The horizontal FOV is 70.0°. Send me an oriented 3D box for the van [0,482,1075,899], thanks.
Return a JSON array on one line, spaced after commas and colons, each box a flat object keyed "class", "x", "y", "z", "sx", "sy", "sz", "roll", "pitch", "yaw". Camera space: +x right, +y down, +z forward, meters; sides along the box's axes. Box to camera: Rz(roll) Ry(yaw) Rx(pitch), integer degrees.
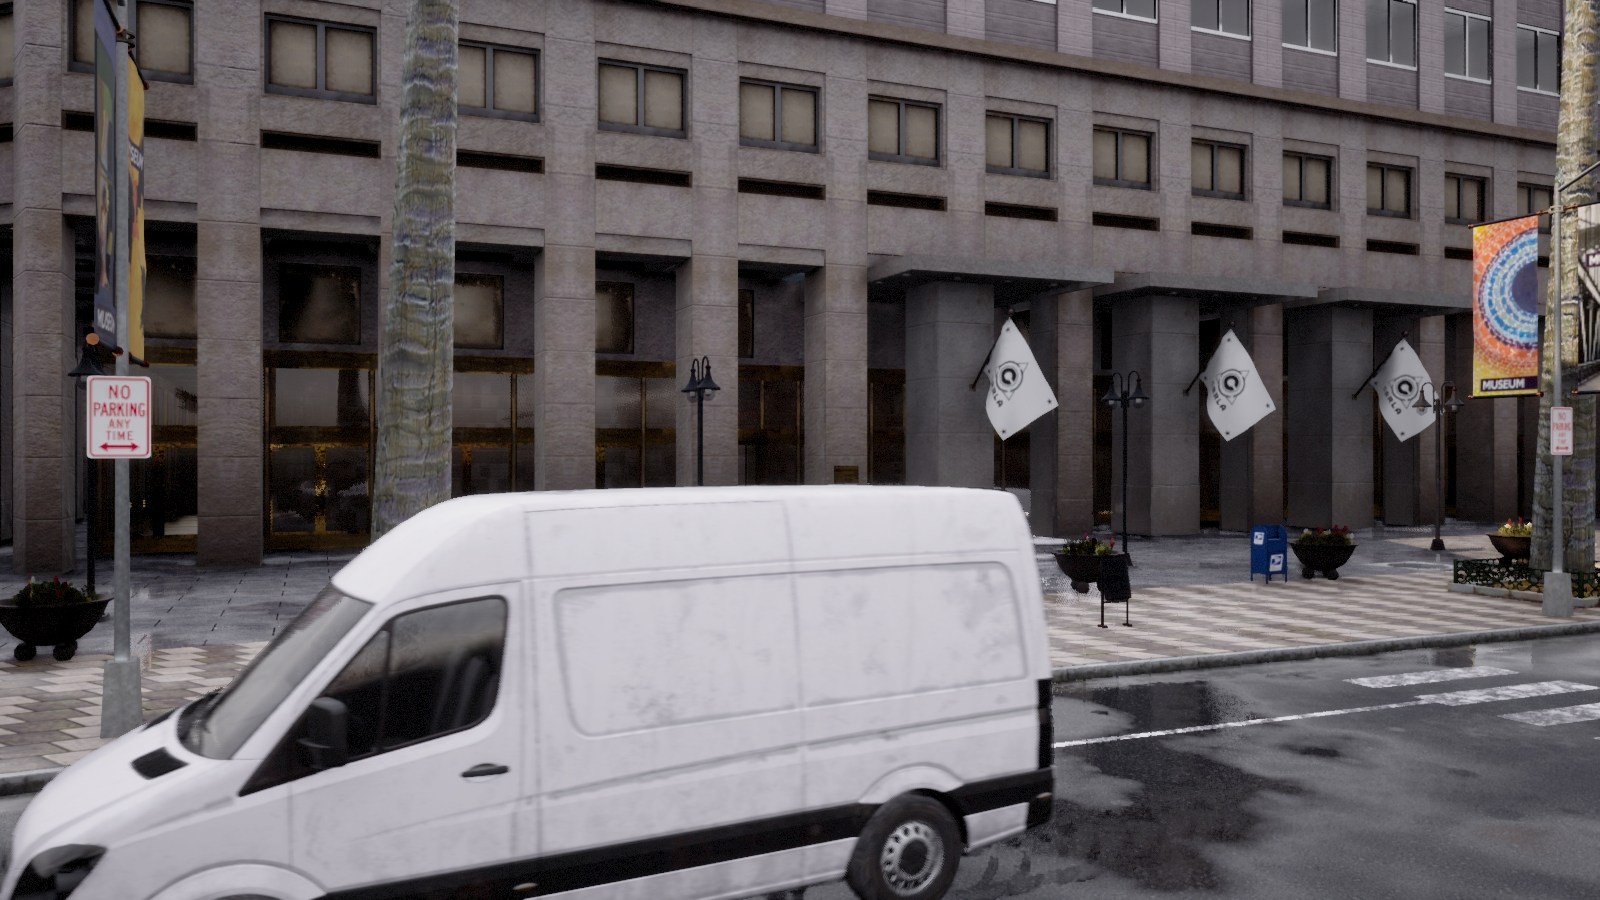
[{"class": "van", "x": -1.311, "y": 1.534, "z": 6.921, "sx": 5.915, "sy": 2.561, "sz": 1.988, "roll": 0, "pitch": 0, "yaw": -27}]
